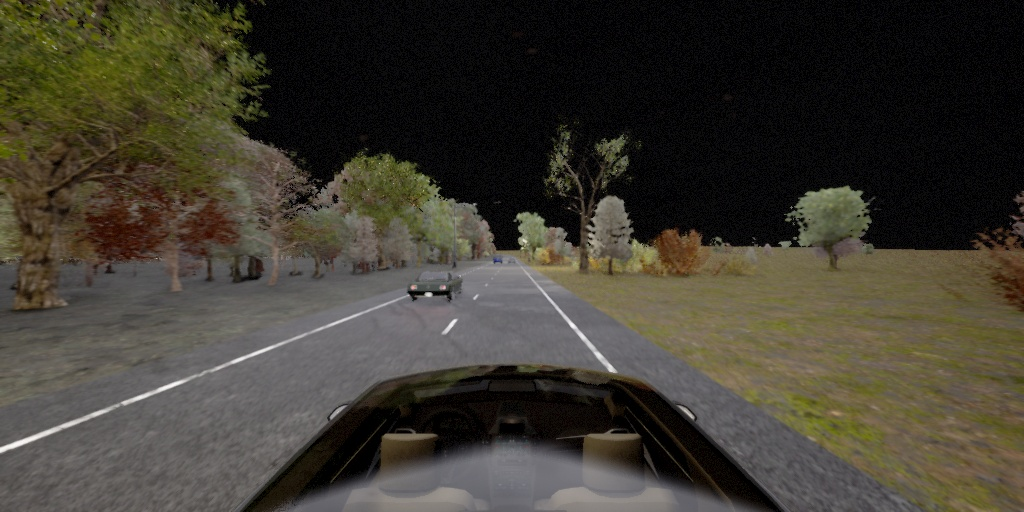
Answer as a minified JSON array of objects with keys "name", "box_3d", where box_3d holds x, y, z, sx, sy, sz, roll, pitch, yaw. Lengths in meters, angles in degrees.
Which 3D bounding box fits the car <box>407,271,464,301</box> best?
[{"name":"car","box_3d":[-3.508,1.355,17.351,1.895,1.301,4.718,0,0,0]}]
